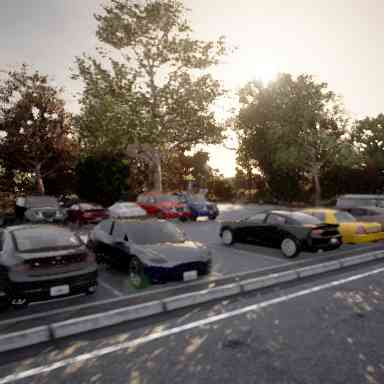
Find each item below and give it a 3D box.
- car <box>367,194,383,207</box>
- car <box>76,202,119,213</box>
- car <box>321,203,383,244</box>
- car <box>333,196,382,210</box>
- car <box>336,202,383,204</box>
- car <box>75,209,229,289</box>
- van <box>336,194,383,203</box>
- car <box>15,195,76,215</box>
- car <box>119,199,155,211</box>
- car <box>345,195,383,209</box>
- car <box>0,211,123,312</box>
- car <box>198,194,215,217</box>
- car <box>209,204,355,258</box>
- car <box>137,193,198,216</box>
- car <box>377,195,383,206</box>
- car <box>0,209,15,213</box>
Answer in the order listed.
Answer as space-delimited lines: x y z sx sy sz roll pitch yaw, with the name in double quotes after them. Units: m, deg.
27.055 1.115 45.909 2.185 1.767 4.553 0 0 -36 "car"
-6.916 1.423 21.588 2.097 1.535 5.008 0 0 -36 "car"
5.290 1.389 14.469 1.946 1.575 5.366 0 0 -36 "car"
20.295 1.277 41.047 2.231 1.521 4.892 0 0 -36 "car"
7.662 1.410 15.972 2.163 1.488 4.792 0 0 -36 "car"
-1.426 1.467 9.406 2.163 1.488 4.792 0 0 -36 "car"
10.026 1.143 17.482 1.878 1.987 4.442 0 0 -36 "van"
-9.172 1.188 19.948 2.435 2.045 5.566 -1 0 -36 "car"
-4.753 1.448 23.137 2.002 1.452 4.674 0 0 -36 "car"
22.665 1.261 42.506 1.946 1.575 5.366 0 0 -36 "car"
-3.717 1.458 7.799 2.231 1.521 4.892 -1 0 -35 "car"
-0.208 1.131 26.353 2.435 2.045 5.566 0 0 -36 "car"
3.123 1.405 12.686 2.097 1.535 5.008 0 0 -36 "car"
-2.373 1.142 24.805 2.435 2.045 5.566 0 0 -36 "car"
29.349 1.259 47.475 2.163 1.488 4.792 0 0 -36 "car"
-11.468 1.488 18.377 2.163 1.488 4.792 -1 0 -36 "car"
